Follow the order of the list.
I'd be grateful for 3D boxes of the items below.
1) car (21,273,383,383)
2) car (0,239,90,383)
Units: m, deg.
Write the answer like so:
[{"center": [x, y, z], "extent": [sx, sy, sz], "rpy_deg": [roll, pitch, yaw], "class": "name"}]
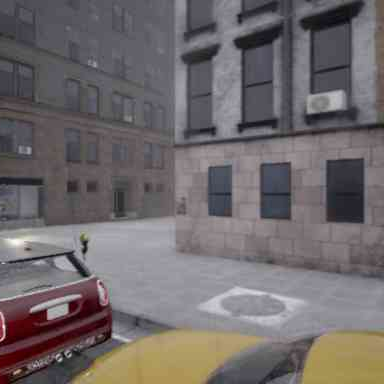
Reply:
[{"center": [1.100, 1.526, 2.026], "extent": [4.829, 1.417, 1.752], "rpy_deg": [0, 0, 35], "class": "car"}, {"center": [-3.166, 1.439, 5.068], "extent": [4.097, 1.590, 1.967], "rpy_deg": [0, 0, 35], "class": "car"}]
